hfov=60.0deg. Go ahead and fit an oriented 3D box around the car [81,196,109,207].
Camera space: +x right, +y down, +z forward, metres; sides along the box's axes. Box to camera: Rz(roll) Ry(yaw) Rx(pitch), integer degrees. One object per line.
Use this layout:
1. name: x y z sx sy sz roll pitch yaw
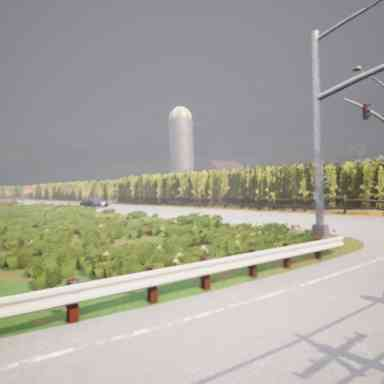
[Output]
1. car: -11.631 1.181 39.611 2.128 1.511 4.902 -3 2 -40
